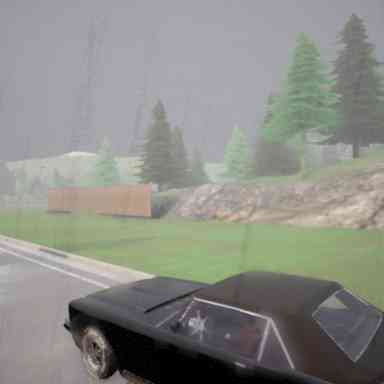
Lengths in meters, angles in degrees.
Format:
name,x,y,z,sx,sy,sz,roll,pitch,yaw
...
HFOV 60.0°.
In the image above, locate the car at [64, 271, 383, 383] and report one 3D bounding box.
name,x,y,z,sx,sy,sz,roll,pitch,yaw
car,0.560,1.635,3.812,4.718,1.301,1.895,-1,-1,38
